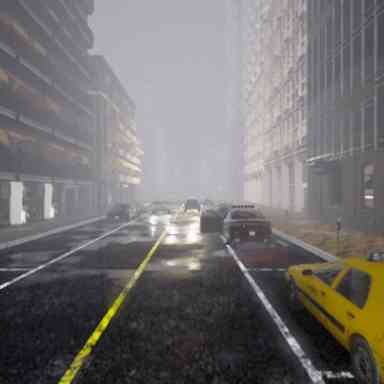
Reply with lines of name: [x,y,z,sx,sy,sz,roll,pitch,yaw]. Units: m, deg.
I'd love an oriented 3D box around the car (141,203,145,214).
car: [-5.688,1.509,32.806,1.752,1.417,4.829,0,0,0]

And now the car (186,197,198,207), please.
car: [0.006,1.508,50.715,1.812,1.442,4.674,0,0,0]

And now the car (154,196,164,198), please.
car: [-5.685,1.422,55.570,1.967,1.590,4.097,0,0,0]

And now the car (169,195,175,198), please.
car: [-5.682,1.542,89.461,2.008,1.369,4.403,0,0,0]

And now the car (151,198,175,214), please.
car: [-3.092,1.584,34.764,1.895,1.301,4.718,0,0,0]

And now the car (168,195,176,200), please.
car: [-5.681,1.545,95.110,2.008,1.369,4.403,0,0,0]

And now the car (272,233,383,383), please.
car: [2.690,1.522,4.902,1.752,1.417,4.829,0,0,0]

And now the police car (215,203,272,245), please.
police car: [2.369,1.415,15.649,1.930,1.638,5.238,0,0,0]

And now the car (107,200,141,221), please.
car: [-5.689,1.551,27.327,1.947,1.339,4.313,0,0,0]

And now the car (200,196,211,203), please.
car: [2.696,1.534,66.866,2.008,1.369,4.403,0,0,0]

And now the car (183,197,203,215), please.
car: [0.051,1.488,38.228,1.837,1.490,4.892,0,0,0]

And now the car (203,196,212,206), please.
car: [2.695,1.527,55.569,1.887,1.381,4.507,0,0,0]

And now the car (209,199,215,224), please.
car: [2.693,1.551,27.326,1.947,1.339,4.313,0,0,0]
